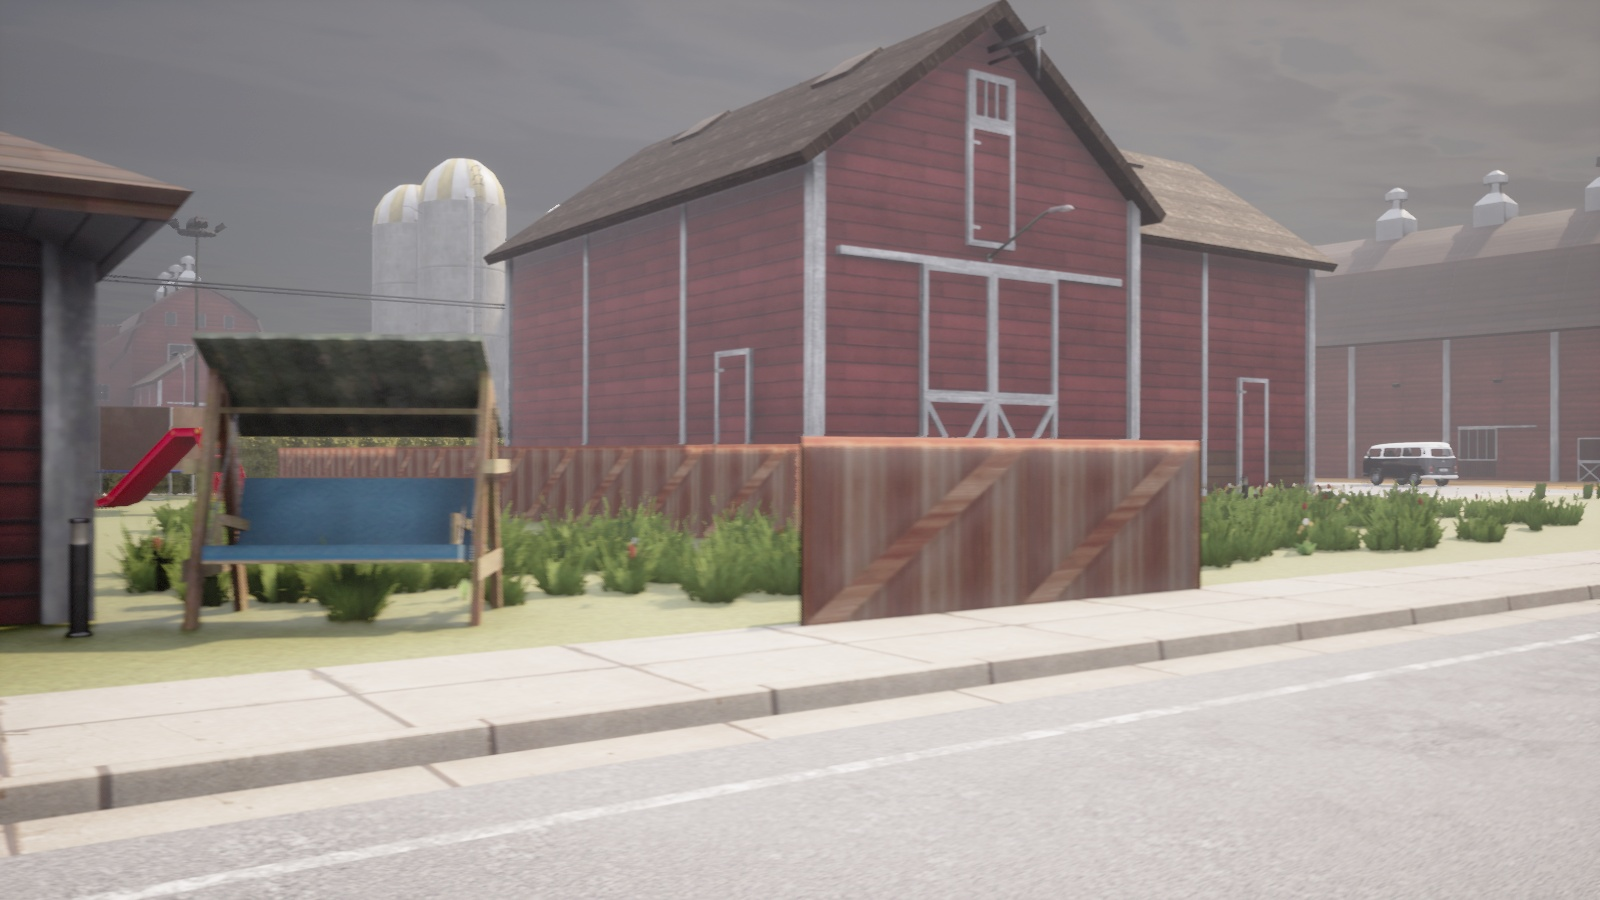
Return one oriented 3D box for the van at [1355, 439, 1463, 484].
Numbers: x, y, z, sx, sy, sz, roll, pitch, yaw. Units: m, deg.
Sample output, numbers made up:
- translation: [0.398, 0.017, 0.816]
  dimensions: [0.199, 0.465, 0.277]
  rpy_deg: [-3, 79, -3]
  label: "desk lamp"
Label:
- translation: [28.409, 0.541, 58.714]
  dimensions: [2.069, 2.038, 4.480]
  rpy_deg: [0, 0, -16]
  label: "van"
